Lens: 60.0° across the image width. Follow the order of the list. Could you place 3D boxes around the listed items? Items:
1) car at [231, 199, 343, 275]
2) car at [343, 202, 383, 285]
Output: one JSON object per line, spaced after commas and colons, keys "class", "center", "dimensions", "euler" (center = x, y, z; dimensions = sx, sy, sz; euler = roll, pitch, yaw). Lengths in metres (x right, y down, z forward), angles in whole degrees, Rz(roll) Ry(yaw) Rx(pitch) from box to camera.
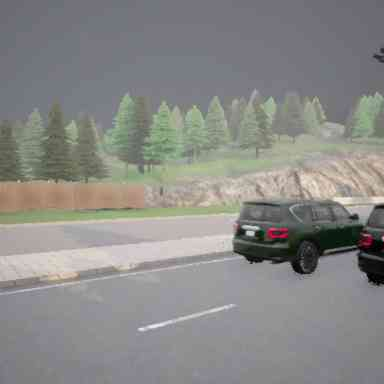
{"class": "car", "center": [3.786, 1.233, 10.746], "dimensions": [5.566, 2.045, 2.150], "euler": [0, 0, -36]}
{"class": "car", "center": [6.367, 1.233, 8.288], "dimensions": [5.566, 2.045, 2.150], "euler": [0, 0, -35]}
